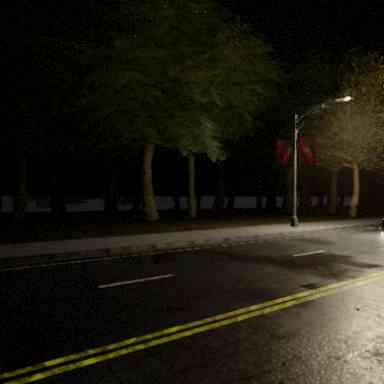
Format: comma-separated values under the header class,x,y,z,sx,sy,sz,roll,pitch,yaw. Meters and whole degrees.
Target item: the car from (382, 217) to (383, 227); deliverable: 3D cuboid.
class,x,y,z,sx,sy,sz,roll,pitch,yaw
car,14.460,1.730,22.025,4.902,1.511,2.128,1,0,-36
